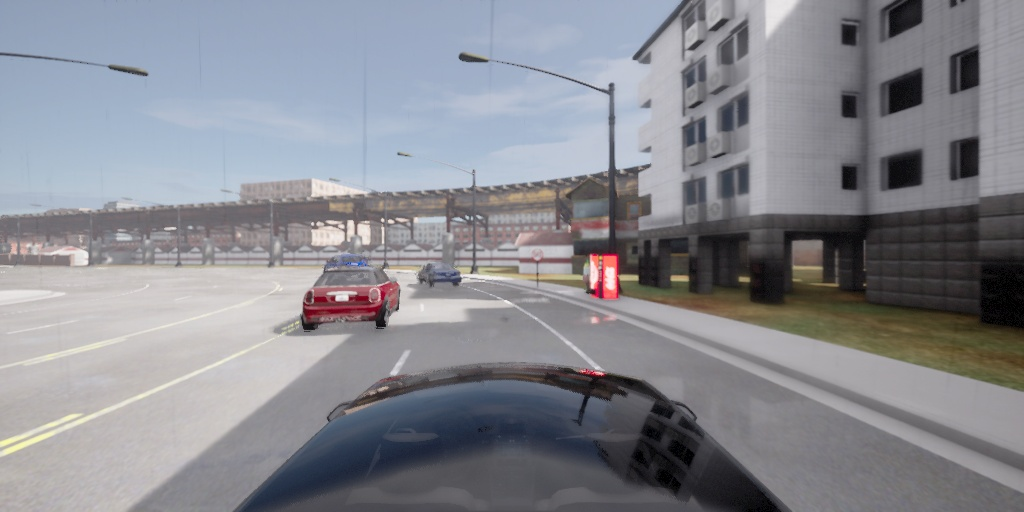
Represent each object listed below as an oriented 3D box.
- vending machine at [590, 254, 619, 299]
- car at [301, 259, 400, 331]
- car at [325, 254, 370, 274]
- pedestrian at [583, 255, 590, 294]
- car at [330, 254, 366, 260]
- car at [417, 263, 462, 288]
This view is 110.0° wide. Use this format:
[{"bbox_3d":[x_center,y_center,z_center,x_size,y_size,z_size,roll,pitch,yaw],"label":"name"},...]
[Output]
[{"bbox_3d":[3.995,0.892,15.574,1.100,2.100,0.880,0,0,-15],"label":"vending machine"},{"bbox_3d":[-4.804,1.097,11.324,2.097,1.767,4.553,0,0,-11],"label":"car"},{"bbox_3d":[-18.416,0.856,40.118,5.566,2.045,2.150,0,0,37],"label":"car"},{"bbox_3d":[3.612,0.836,16.944,0.375,1.860,0.375,0,0,-16],"label":"pedestrian"},{"bbox_3d":[-14.936,0.956,31.749,2.150,2.045,5.566,0,0,-42],"label":"car"},{"bbox_3d":[-4.856,1.172,23.455,2.033,1.411,5.357,0,0,-25],"label":"car"}]
